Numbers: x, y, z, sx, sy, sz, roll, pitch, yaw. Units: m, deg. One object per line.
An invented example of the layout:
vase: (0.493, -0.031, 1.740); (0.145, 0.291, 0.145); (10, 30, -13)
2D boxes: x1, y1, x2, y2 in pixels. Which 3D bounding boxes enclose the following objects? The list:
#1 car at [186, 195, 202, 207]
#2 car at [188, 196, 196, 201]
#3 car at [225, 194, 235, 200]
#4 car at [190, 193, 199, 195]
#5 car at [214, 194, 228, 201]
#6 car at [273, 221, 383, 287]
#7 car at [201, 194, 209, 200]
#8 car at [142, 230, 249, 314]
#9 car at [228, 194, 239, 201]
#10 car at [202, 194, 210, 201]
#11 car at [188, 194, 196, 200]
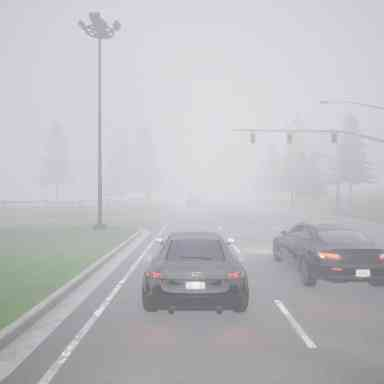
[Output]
car: (0.011, 1.547, 51.130); (2.033, 1.411, 5.357); (0, 0, 0)
car: (0.018, 1.587, 82.197); (1.895, 1.301, 4.718); (0, 0, 0)
car: (10.520, 1.372, 92.168); (2.033, 1.411, 5.357); (0, 0, 0)
car: (0.429, 1.222, 66.006); (2.150, 2.045, 5.566); (0, 0, 0)
car: (7.018, 1.516, 82.165); (1.812, 1.442, 4.674); (0, 0, 0)
car: (3.581, 1.526, 9.233); (1.812, 1.442, 4.674); (0, 0, 0)
car: (3.520, 1.357, 92.169); (2.128, 1.511, 4.902); (0, 0, 0)
car: (0.072, 1.564, 7.687); (1.994, 1.385, 4.181); (0, 0, 0)
car: (10.518, 1.516, 82.164); (1.812, 1.442, 4.674); (0, 0, 0)
car: (3.518, 1.545, 82.166); (1.994, 1.385, 4.181); (0, 0, 0)
car: (0.020, 1.357, 92.170); (2.128, 1.511, 4.902); (0, 0, 0)
